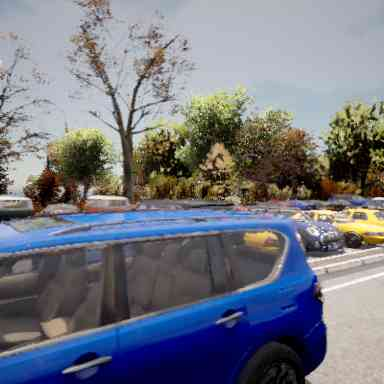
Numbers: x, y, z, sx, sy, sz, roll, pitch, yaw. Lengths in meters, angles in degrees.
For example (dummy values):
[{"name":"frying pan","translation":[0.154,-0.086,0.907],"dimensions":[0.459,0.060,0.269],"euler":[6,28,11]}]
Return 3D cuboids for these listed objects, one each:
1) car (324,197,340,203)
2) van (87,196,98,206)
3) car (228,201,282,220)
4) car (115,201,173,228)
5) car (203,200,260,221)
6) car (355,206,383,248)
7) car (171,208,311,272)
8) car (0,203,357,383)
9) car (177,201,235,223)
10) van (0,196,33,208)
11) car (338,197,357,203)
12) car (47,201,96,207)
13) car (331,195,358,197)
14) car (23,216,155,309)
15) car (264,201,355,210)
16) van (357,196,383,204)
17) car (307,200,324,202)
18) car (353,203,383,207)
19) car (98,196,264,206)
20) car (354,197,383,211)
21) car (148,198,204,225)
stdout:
[{"name":"car","translation":[12.598,1.610,35.483],"dimensions":[2.231,1.521,4.892],"euler":[0,0,-36]},{"name":"van","translation":[-5.845,1.285,22.445],"dimensions":[1.878,1.987,4.442],"euler":[0,0,-36]},{"name":"car","translation":[5.687,1.602,30.583],"dimensions":[2.163,1.488,4.792],"euler":[0,0,-36]},{"name":"car","translation":[-3.587,1.522,23.923],"dimensions":[2.097,1.535,5.008],"euler":[0,0,-36]},{"name":"car","translation":[3.304,1.559,28.848],"dimensions":[2.097,1.535,5.008],"euler":[0,0,-36]},{"name":"car","translation":[6.287,1.534,15.297],"dimensions":[1.946,1.575,5.366],"euler":[0,0,-36]},{"name":"car","translation":[1.474,1.509,12.312],"dimensions":[1.946,1.575,5.366],"euler":[0,0,-36]},{"name":"car","translation":[-1.129,1.225,2.874],"dimensions":[5.566,2.045,2.150],"euler":[1,0,-35]},{"name":"car","translation":[1.013,1.547,27.198],"dimensions":[2.097,1.535,5.008],"euler":[0,0,-36]},{"name":"van","translation":[-10.443,1.260,19.161],"dimensions":[1.878,1.987,4.442],"euler":[0,0,-36]},{"name":"car","translation":[17.183,1.632,38.779],"dimensions":[2.231,1.521,4.892],"euler":[0,0,-36]},{"name":"car","translation":[-8.081,1.499,20.712],"dimensions":[2.231,1.521,4.892],"euler":[0,0,-36]},{"name":"car","translation":[19.400,1.389,40.322],"dimensions":[2.435,2.045,5.566],"euler":[0,0,-36]},{"name":"car","translation":[-3.017,1.528,8.877],"dimensions":[2.002,1.452,4.674],"euler":[0,0,-36]},{"name":"car","translation":[3.862,1.399,13.831],"dimensions":[2.185,1.767,4.553],"euler":[0,0,-36]},{"name":"van","translation":[13.008,1.348,20.474],"dimensions":[1.878,1.987,4.442],"euler":[0,0,-36]},{"name":"car","translation":[10.302,1.597,33.840],"dimensions":[2.097,1.535,5.008],"euler":[0,0,-36]},{"name":"car","translation":[8.370,1.546,17.243],"dimensions":[1.946,1.575,5.366],"euler":[0,0,-36]},{"name":"car","translation":[-0.733,1.249,10.542],"dimensions":[2.435,2.045,5.566],"euler":[0,0,-36]},{"name":"car","translation":[24.122,1.524,43.655],"dimensions":[2.185,1.767,4.553],"euler":[1,-1,-36]},{"name":"car","translation":[-1.305,1.409,25.586],"dimensions":[2.185,1.767,4.553],"euler":[0,0,-36]}]
